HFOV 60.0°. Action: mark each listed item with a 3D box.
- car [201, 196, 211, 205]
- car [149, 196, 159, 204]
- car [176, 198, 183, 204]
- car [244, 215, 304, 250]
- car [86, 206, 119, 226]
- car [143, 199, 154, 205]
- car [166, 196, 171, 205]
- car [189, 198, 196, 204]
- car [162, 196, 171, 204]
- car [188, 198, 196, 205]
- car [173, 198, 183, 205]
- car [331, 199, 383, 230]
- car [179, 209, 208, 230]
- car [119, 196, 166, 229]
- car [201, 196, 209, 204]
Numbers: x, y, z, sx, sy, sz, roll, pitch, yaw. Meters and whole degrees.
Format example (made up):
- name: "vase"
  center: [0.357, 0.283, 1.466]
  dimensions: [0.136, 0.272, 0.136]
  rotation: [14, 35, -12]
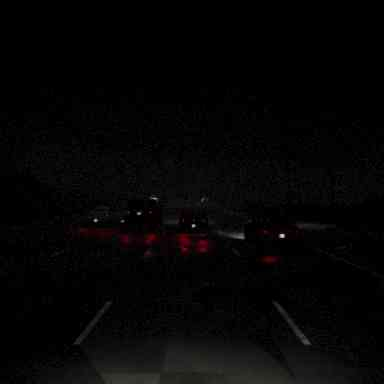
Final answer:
- name: "car"
  center: [3.513, 2.451, 81.525]
  dimensions: [1.812, 1.442, 4.674]
  rotation: [0, -1, 0]
- name: "car"
  center: [-10.486, 2.115, 91.426]
  dimensions: [2.150, 2.045, 5.566]
  rotation: [0, -1, 0]
- name: "car"
  center: [-3.486, 2.390, 91.392]
  dimensions: [1.837, 1.490, 4.892]
  rotation: [0, -1, 0]
- name: "car"
  center: [3.602, 1.742, 15.276]
  dimensions: [1.994, 1.385, 4.181]
  rotation: [0, -1, 0]
- name: "car"
  center: [-6.894, 1.829, 26.111]
  dimensions: [1.812, 1.442, 4.674]
  rotation: [0, 0, 0]
- name: "car"
  center: [-10.487, 2.454, 80.972]
  dimensions: [2.128, 1.511, 4.902]
  rotation: [0, -1, 0]
- name: "car"
  center: [-6.987, 2.144, 81.005]
  dimensions: [2.150, 2.045, 5.566]
  rotation: [0, -1, 0]
- name: "car"
  center: [0.014, 2.367, 91.391]
  dimensions: [1.882, 1.535, 5.008]
  rotation: [0, -1, 0]
- name: "car"
  center: [-6.986, 2.115, 91.425]
  dimensions: [2.150, 2.045, 5.566]
  rotation: [0, -1, 0]
- name: "car"
  center: [0.013, 2.451, 81.526]
  dimensions: [1.812, 1.442, 4.674]
  rotation: [0, -1, 0]
- name: "car"
  center: [-3.487, 2.396, 80.971]
  dimensions: [1.882, 1.535, 5.008]
  rotation: [0, -1, 0]
- name: "car"
  center: [11.983, 1.473, 21.500]
  dimensions: [2.150, 2.045, 5.566]
  rotation: [1, -1, -44]
- name: "car"
  center: [0.104, 1.870, 23.176]
  dimensions: [1.895, 1.301, 4.718]
  rotation: [0, -1, 0]
- name: "car"
  center: [-3.397, 1.502, 24.026]
  dimensions: [2.150, 2.045, 5.566]
  rotation: [0, 0, 0]
- name: "car"
  center: [3.514, 2.115, 91.424]
  dimensions: [2.150, 2.045, 5.566]
  rotation: [0, -1, 0]
